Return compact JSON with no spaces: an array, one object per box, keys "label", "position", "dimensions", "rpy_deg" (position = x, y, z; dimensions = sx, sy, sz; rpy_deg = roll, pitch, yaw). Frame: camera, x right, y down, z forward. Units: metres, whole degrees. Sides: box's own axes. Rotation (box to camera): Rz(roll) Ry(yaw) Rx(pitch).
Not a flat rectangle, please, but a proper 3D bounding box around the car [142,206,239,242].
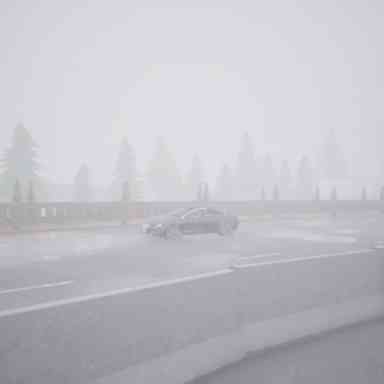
[{"label":"car","position":[0.017,1.446,16.113],"dimensions":[4.902,1.511,2.128],"rpy_deg":[0,0,-29]}]
